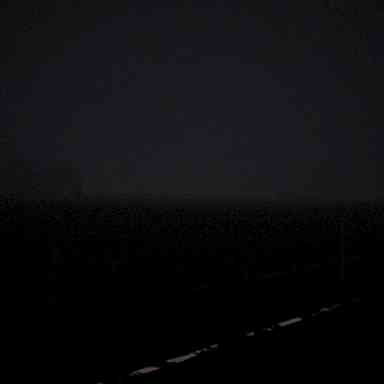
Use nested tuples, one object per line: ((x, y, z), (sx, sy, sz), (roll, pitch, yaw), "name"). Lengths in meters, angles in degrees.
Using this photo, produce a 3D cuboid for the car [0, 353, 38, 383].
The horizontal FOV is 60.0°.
((-2.679, 1.549, 1.161), (4.181, 1.385, 1.994), (1, 0, -35), "car")
